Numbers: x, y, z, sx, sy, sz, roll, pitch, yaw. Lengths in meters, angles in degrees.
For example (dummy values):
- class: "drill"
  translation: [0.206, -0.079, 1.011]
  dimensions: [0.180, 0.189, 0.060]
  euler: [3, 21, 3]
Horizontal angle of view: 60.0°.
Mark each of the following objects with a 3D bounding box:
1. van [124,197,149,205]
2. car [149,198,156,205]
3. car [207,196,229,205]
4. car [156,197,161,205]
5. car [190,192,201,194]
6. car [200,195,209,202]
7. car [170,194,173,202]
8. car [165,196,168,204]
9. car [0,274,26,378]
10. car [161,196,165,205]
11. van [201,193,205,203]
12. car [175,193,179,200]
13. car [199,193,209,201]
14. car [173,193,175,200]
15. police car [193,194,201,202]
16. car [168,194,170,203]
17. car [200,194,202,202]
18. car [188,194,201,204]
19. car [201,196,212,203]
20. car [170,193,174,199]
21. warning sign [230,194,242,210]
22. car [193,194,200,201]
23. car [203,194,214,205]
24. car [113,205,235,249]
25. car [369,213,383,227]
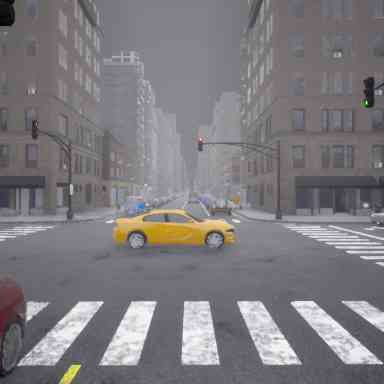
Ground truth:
- class: "van"
  translation: [-5.715, 1.343, 33.380]
  dimensions: [1.690, 1.788, 3.998]
  euler: [0, 0, 0]
- class: "car"
  translation: [-5.690, 1.443, 39.048]
  dimensions: [1.967, 1.590, 4.097]
  euler: [0, 0, 0]
- class: "car"
  translation: [2.811, 1.442, 33.344]
  dimensions: [1.967, 1.590, 4.097]
  euler: [0, 0, 0]
- class: "car"
  translation: [-5.664, 1.569, 44.716]
  dimensions: [1.947, 1.339, 4.313]
  euler: [0, 0, 0]
- class: "car"
  translation: [0.319, 1.039, 72.949]
  dimensions: [2.150, 2.045, 5.566]
  euler: [0, 0, 0]
- class: "car"
  translation: [3.012, 1.437, 78.698]
  dimensions: [1.967, 1.590, 4.097]
  euler: [0, 0, 0]
- class: "car"
  translation: [-5.564, 1.567, 67.389]
  dimensions: [1.947, 1.339, 4.313]
  euler: [0, 0, 0]
- class: "car"
  translation: [-5.615, 1.569, 56.053]
  dimensions: [1.947, 1.339, 4.313]
  euler: [0, 0, 0]
- class: "car"
  translation: [-2.966, 1.526, 2.743]
  dimensions: [1.812, 1.442, 4.674]
  euler: [1, 0, -6]
- class: "car"
  translation: [-5.639, 1.585, 50.385]
  dimensions: [1.802, 1.307, 4.206]
  euler: [0, 0, 0]
- class: "van"
  translation: [2.911, 1.344, 56.021]
  dimensions: [1.690, 1.788, 3.998]
  euler: [0, 0, 0]
- class: "car"
  translation: [-5.464, 1.307, 90.062]
  dimensions: [2.192, 1.841, 5.009]
  euler: [0, 0, 0]
- class: "car"
  translation: [3.036, 1.309, 84.367]
  dimensions: [2.192, 1.841, 5.009]
  euler: [0, 0, 0]
- class: "car"
  translation: [-5.515, 1.522, 78.556]
  dimensions: [1.752, 1.417, 4.829]
  euler: [0, 0, 0]
- class: "police car"
  translation: [1.144, 1.422, 79.442]
  dimensions: [1.930, 1.638, 5.238]
  euler: [0, 0, -1]
- class: "car"
  translation: [-5.590, 1.527, 61.551]
  dimensions: [1.752, 1.417, 4.829]
  euler: [0, 0, 0]
- class: "car"
  translation: [2.937, 1.527, 61.860]
  dimensions: [1.752, 1.417, 4.829]
  euler: [0, 0, 0]
- class: "car"
  translation: [0.275, 1.566, 62.915]
  dimensions: [1.994, 1.385, 4.181]
  euler: [0, 0, 0]
- class: "car"
  translation: [2.962, 1.552, 67.359]
  dimensions: [2.008, 1.369, 4.403]
  euler: [0, 0, 0]
- class: "car"
  translation: [-5.539, 1.544, 73.057]
  dimensions: [1.887, 1.381, 4.507]
  euler: [0, 0, 0]
- class: "warning sign"
  translation: [5.239, 1.118, 39.328]
  dimensions: [1.300, 1.860, 1.060]
  euler: [0, 0, 0]
- class: "car"
  translation: [1.179, 1.448, 89.537]
  dimensions: [1.801, 1.575, 5.366]
  euler: [0, 0, 0]
- class: "car"
  translation: [2.861, 1.443, 44.682]
  dimensions: [1.967, 1.590, 4.097]
  euler: [0, 0, 0]
- class: "car"
  translation: [-0.730, 1.479, 13.900]
  dimensions: [5.008, 1.535, 1.882]
  euler: [0, 0, 0]
- class: "car"
  translation: [13.754, 1.615, 20.677]
  dimensions: [4.718, 1.301, 1.895]
  euler: [0, 0, 0]
